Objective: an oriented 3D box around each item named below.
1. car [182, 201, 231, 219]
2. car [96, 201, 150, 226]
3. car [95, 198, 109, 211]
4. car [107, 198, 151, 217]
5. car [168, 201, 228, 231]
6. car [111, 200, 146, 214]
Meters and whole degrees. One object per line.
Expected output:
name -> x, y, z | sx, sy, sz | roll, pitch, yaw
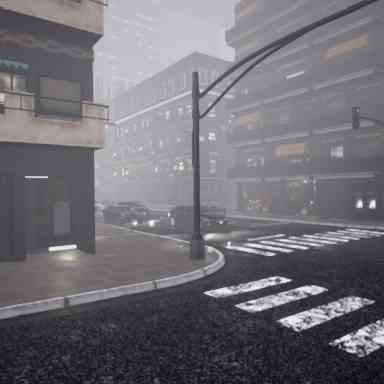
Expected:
car -> 1.198, 1.508, 29.152 | 2.008, 1.369, 4.403 | -1, 1, -36
car -> -5.182, 1.630, 24.527 | 1.947, 1.339, 4.313 | -1, 1, -36
car -> -11.347, 1.565, 37.244 | 1.812, 1.442, 4.674 | -1, 1, -36
car -> -5.300, 1.538, 28.887 | 1.837, 1.490, 4.892 | -1, 1, -36
car -> 0.268, 1.531, 21.209 | 1.837, 1.490, 4.892 | -1, 1, -36
car -> -6.944, 1.598, 36.177 | 1.895, 1.301, 4.718 | -1, 1, -36
